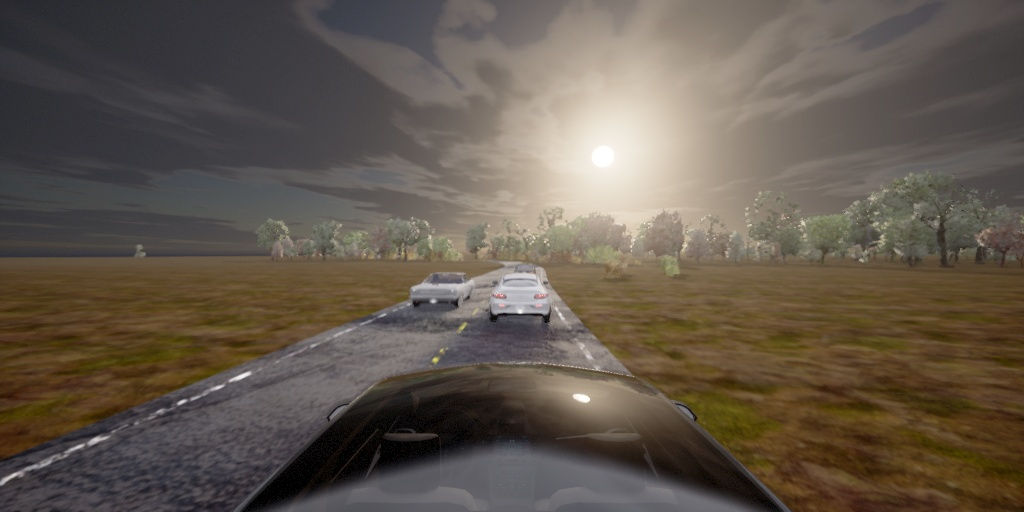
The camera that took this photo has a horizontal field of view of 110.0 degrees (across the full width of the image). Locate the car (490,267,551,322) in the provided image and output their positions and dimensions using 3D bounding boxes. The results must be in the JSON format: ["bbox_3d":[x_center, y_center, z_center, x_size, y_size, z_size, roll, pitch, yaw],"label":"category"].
[{"bbox_3d":[0.288,1.289,12.273,1.812,1.442,4.674,0,0,1],"label":"car"}]

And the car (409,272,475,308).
[{"bbox_3d":[-2.824,1.364,15.359,1.895,1.301,4.718,0,0,2],"label":"car"}]

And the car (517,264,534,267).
[{"bbox_3d":[1.105,1.331,29.819,2.033,1.411,5.357,0,0,4],"label":"car"}]
